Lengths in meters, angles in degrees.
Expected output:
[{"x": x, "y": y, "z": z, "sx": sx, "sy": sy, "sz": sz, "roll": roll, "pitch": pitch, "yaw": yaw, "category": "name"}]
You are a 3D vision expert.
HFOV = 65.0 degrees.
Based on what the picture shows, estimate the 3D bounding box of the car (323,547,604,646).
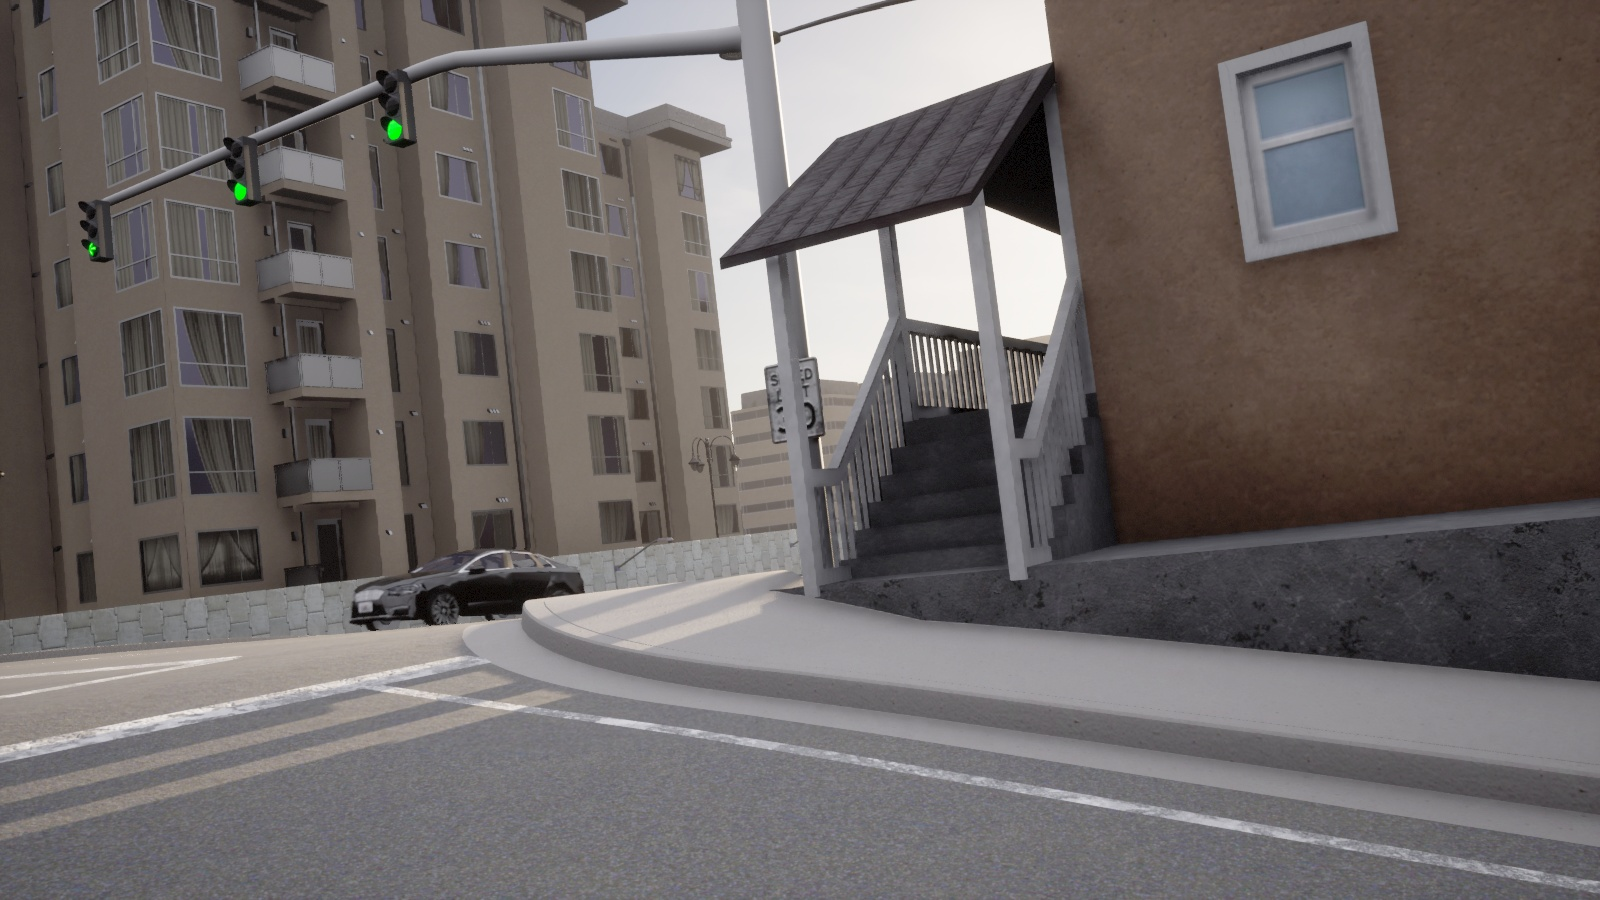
[{"x": -6.242, "y": 2.726, "z": 23.851, "sx": 2.128, "sy": 1.511, "sz": 4.902, "roll": -10, "pitch": -9, "yaw": 33, "category": "car"}]
